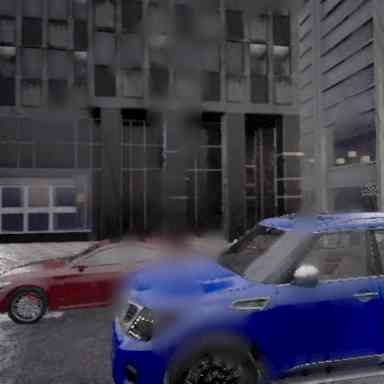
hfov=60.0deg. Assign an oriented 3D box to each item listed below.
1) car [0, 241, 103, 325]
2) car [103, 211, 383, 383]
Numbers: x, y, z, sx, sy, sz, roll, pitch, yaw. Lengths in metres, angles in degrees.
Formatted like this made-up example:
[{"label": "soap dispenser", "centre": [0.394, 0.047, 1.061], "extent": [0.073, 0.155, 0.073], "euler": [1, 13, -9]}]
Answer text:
[{"label": "car", "centre": [-1.656, 1.730, 7.232], "extent": [4.674, 1.442, 1.812], "euler": [0, -1, -11]}, {"label": "car", "centre": [1.758, 1.325, 4.576], "extent": [5.566, 2.045, 2.150], "euler": [0, -1, -11]}]
